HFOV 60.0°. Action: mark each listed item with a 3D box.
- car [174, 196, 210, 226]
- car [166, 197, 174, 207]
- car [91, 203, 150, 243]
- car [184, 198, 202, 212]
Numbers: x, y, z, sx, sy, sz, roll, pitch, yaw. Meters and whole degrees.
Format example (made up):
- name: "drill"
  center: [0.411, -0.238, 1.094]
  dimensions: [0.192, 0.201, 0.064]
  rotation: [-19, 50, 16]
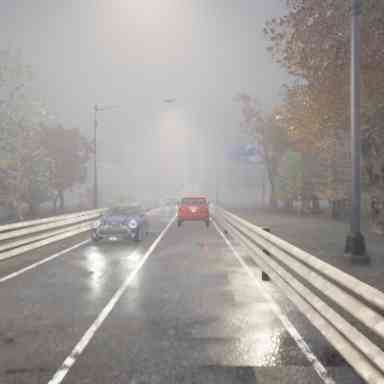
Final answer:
- name: "car"
  center: [0.120, 1.283, 23.987]
  dimensions: [2.150, 2.045, 5.566]
  rotation: [0, 0, 1]
- name: "car"
  center: [-3.319, 1.675, 56.605]
  dimensions: [1.837, 1.490, 4.892]
  rotation: [0, 0, 0]
- name: "car"
  center: [-3.344, 1.388, 16.290]
  dimensions: [2.097, 1.767, 4.553]
  rotation: [0, 0, 0]
- name: "car"
  center: [0.098, 1.615, 42.648]
  dimensions: [2.128, 1.511, 4.902]
  rotation: [0, 0, 0]
